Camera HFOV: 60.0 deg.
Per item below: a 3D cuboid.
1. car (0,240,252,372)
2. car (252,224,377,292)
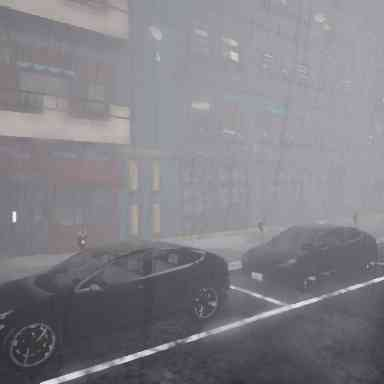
[{"bbox_3d":[-1.278,1.564,5.663,4.313,1.339,1.947,0,-1,-35],"label":"car"},{"bbox_3d":[3.266,1.562,8.903,4.313,1.339,1.947,0,-1,-35],"label":"car"}]
